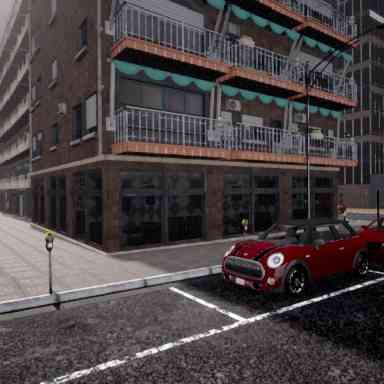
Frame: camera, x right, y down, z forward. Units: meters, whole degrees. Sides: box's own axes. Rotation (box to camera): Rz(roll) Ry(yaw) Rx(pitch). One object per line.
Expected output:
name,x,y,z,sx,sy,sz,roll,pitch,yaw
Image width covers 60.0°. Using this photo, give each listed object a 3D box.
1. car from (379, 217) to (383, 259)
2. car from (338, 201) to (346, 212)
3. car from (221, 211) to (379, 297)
car,7.180,1.543,11.676,4.507,1.381,1.887,0,-1,-35
car,16.460,1.746,40.560,1.967,1.590,4.097,-2,0,-36
car,2.679,1.439,8.474,4.097,1.590,1.967,0,-1,-35
